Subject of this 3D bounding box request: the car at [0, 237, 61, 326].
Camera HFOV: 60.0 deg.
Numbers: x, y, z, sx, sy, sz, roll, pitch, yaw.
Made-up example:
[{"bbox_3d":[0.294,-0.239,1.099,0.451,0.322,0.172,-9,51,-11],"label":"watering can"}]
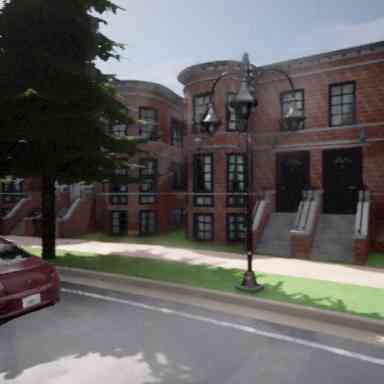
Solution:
[{"bbox_3d":[-4.522,1.502,6.172,4.674,1.442,1.812,0,0,27],"label":"car"}]
